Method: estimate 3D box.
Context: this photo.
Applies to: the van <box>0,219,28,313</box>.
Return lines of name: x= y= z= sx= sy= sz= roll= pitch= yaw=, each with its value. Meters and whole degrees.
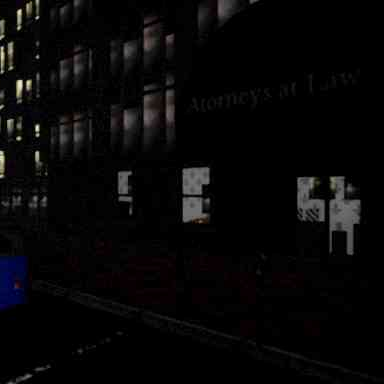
van: x=-4.799 y=1.332 z=6.318 sx=3.998 sy=1.788 sz=1.690 roll=0 pitch=0 yaw=36
